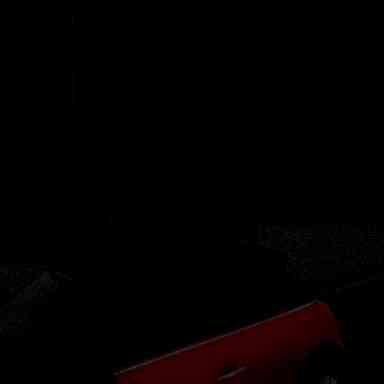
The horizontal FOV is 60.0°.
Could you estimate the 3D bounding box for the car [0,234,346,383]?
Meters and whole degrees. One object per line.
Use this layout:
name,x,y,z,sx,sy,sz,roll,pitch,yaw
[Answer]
car,-0.730,1.352,2.856,4.553,1.767,2.097,0,0,-35
